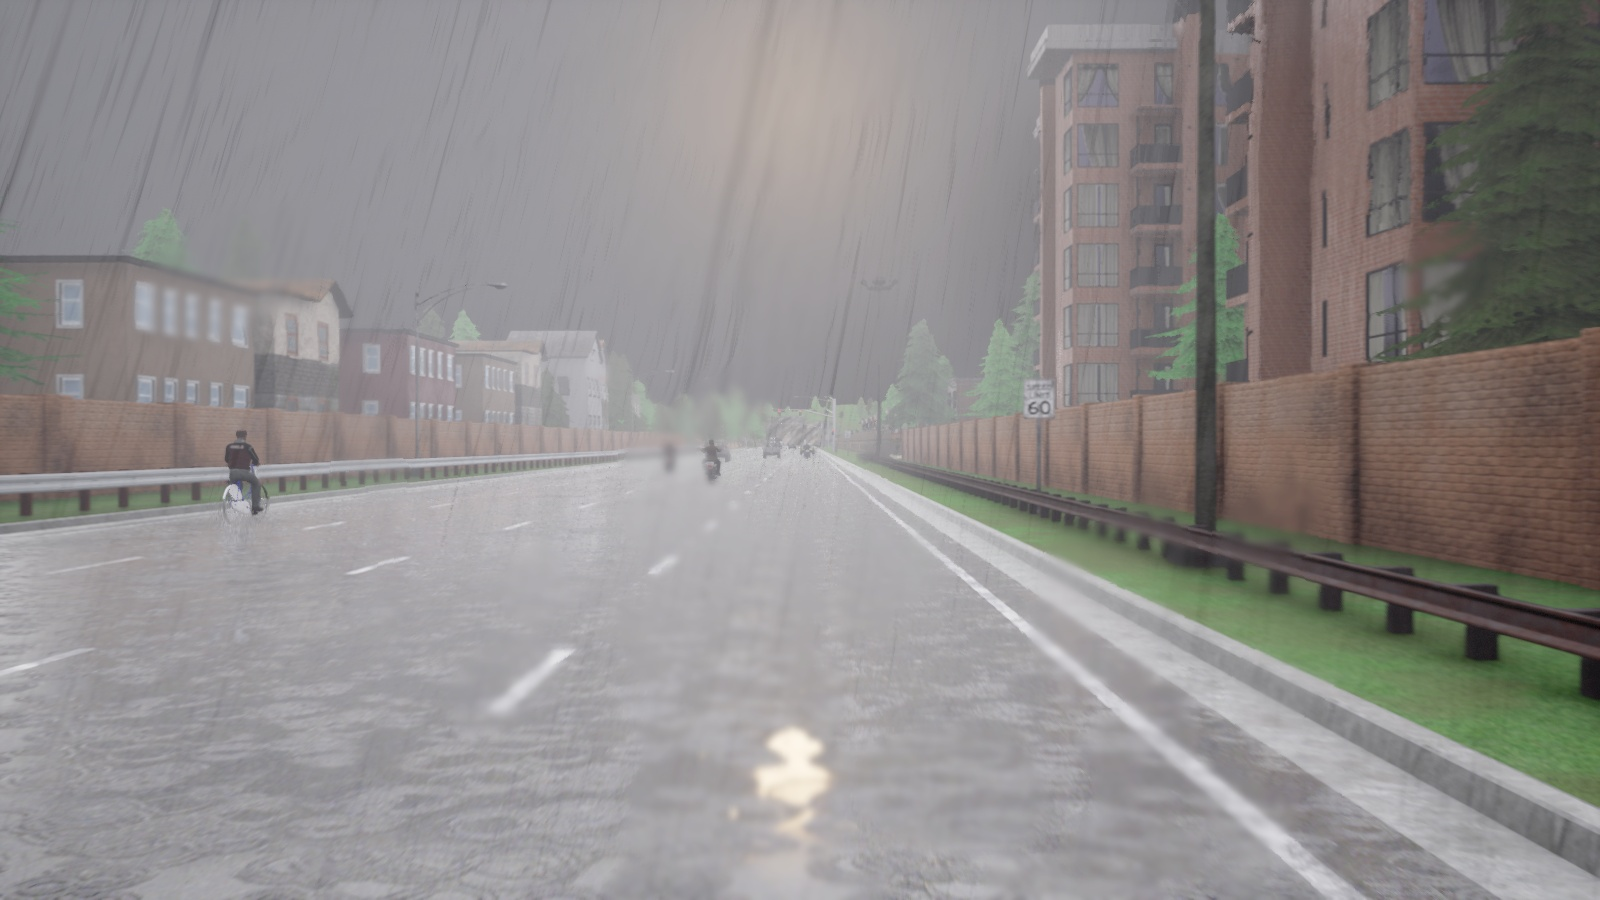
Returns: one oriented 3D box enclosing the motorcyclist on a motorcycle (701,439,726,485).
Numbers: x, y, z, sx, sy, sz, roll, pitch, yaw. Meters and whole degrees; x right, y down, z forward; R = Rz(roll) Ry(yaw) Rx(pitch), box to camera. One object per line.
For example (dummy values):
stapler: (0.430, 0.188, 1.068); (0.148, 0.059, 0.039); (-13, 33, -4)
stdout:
motorcyclist on a motorcycle: (-3.219, 0.431, 46.835); (0.766, 1.649, 2.350); (0, 0, 0)

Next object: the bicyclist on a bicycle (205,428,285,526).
bicyclist on a bicycle: (-10.352, 0.477, 23.477); (0.659, 1.776, 1.843); (0, 1, 0)
